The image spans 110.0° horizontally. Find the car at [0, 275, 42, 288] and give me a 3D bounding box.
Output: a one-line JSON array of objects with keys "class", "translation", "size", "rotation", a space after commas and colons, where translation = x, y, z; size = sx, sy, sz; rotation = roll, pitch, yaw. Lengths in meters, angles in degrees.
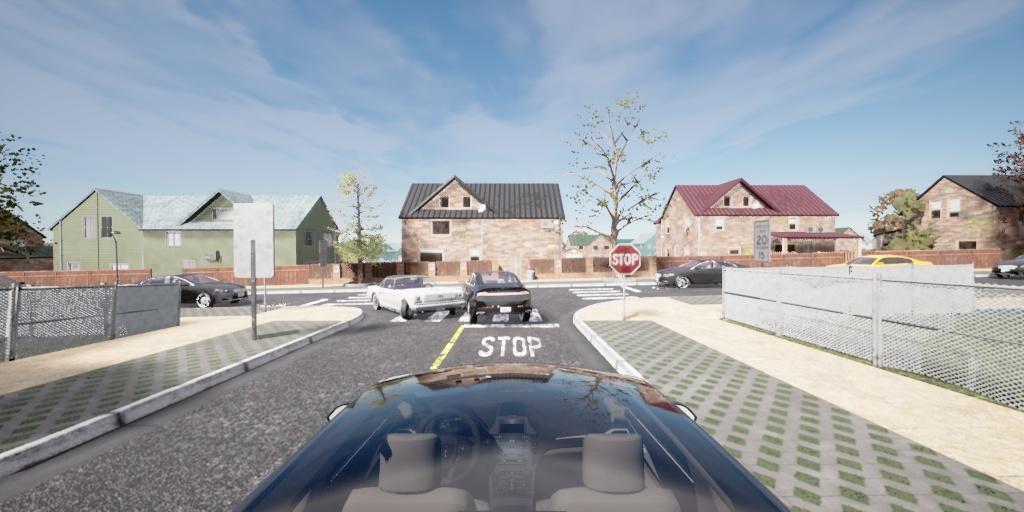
[{"class": "car", "translation": [-24.234, 1.652, 16.425], "size": [4.553, 1.767, 2.097], "rotation": [-1, 1, 0]}]

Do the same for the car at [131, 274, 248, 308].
[{"class": "car", "translation": [-14.897, 1.570, 16.462], "size": [4.902, 1.511, 2.128], "rotation": [-1, 1, 0]}]

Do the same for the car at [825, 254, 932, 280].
[{"class": "car", "translation": [19.768, 0.695, 19.539], "size": [5.008, 1.535, 1.882], "rotation": [-1, 1, -1]}]

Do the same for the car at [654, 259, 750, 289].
[{"class": "car", "translation": [10.337, 0.930, 19.506], "size": [4.902, 1.511, 2.128], "rotation": [-1, 1, 0]}]

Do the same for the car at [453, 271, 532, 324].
[{"class": "car", "translation": [-0.682, 1.245, 12.101], "size": [2.128, 1.511, 4.902], "rotation": [0, 0, -12]}]

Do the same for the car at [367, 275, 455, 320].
[{"class": "car", "translation": [-3.598, 1.371, 12.962], "size": [1.895, 1.301, 4.718], "rotation": [0, 0, -38]}]

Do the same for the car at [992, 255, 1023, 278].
[{"class": "car", "translation": [29.392, 0.483, 19.571], "size": [4.902, 1.511, 2.128], "rotation": [-1, 1, 0]}]
